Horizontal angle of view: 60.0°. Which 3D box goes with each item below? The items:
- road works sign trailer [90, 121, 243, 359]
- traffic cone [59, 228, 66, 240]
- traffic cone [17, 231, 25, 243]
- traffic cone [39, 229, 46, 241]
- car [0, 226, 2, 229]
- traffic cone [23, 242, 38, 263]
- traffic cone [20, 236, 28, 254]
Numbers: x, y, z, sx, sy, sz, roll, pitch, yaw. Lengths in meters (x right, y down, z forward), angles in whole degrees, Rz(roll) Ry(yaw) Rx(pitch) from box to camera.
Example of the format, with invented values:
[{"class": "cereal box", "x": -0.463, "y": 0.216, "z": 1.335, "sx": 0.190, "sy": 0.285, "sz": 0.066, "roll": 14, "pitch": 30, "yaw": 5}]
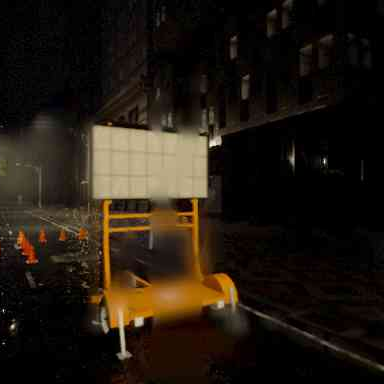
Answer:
[{"class": "road works sign trailer", "x": -0.801, "y": 0.550, "z": 6.398, "sx": 2.380, "sy": 3.560, "sz": 2.880, "roll": 0, "pitch": -1, "yaw": -30}, {"class": "traffic cone", "x": -6.933, "y": 2.251, "z": 17.845, "sx": 0.340, "sy": 0.580, "sz": 0.340, "roll": 0, "pitch": -1, "yaw": -30}, {"class": "traffic cone", "x": -7.644, "y": 2.217, "z": 15.109, "sx": 0.340, "sy": 0.580, "sz": 0.340, "roll": 0, "pitch": -1, "yaw": -30}, {"class": "traffic cone", "x": -7.795, "y": 2.251, "z": 17.339, "sx": 0.340, "sy": 0.580, "sz": 0.340, "roll": 0, "pitch": -1, "yaw": -30}, {"class": "car", "x": -8.055, "y": 1.698, "z": 12.034, "sx": 1.882, "sy": 1.535, "sz": 5.008, "roll": 0, "pitch": -1, "yaw": -30}, {"class": "traffic cone", "x": -5.618, "y": 2.150, "z": 11.660, "sx": 0.340, "sy": 0.580, "sz": 0.340, "roll": 0, "pitch": -1, "yaw": -30}, {"class": "traffic cone", "x": -6.631, "y": 2.184, "z": 13.384, "sx": 0.340, "sy": 0.580, "sz": 0.340, "roll": 0, "pitch": -1, "yaw": -30}]
